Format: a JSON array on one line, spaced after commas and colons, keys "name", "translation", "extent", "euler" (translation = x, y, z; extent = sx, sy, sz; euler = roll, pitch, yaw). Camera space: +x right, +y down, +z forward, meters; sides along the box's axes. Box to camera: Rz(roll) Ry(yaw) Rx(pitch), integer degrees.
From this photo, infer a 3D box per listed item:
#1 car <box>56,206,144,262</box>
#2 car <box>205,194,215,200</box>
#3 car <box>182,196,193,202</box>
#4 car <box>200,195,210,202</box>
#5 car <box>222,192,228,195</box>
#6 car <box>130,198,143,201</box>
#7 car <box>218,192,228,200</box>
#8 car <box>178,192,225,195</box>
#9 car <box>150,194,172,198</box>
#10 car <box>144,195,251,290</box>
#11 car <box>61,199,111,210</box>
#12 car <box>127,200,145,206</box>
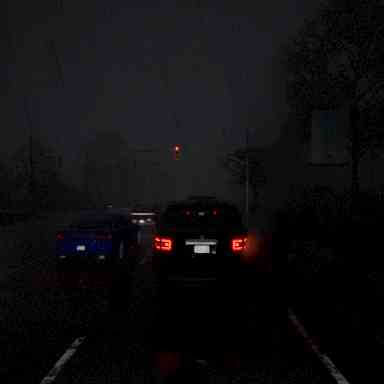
[{"name": "car", "translation": [-3.169, 1.478, 12.166], "extent": [1.882, 1.535, 5.008], "euler": [0, 0, 2]}, {"name": "car", "translation": [4.873, 1.390, 88.815], "extent": [2.033, 1.411, 5.357], "euler": [0, 0, 11]}, {"name": "car", "translation": [-0.982, 1.552, 75.317], "extent": [1.994, 1.385, 4.181], "euler": [0, 0, 9]}, {"name": "car", "translation": [3.156, 1.518, 79.013], "extent": [1.812, 1.442, 4.674], "euler": [0, 0, 10]}, {"name": "car", "translation": [6.611, 1.350, 78.457], "extent": [2.097, 1.767, 4.553], "euler": [0, 0, 10]}, {"name": "car", "translation": [-8.017, 1.564, 48.515], "extent": [1.994, 1.385, 4.181], "euler": [0, 0, 6]}, {"name": "car", "translation": [8.399, 1.093, 88.623], "extent": [2.150, 2.045, 5.566], "euler": [0, 0, 11]}, {"name": "car", "translation": [0.596, 1.221, 19.560], "extent": [2.150, 2.045, 5.566], "euler": [0, 0, 2]}, {"name": "car", "translation": [-4.486, 1.477, 48.648], "extent": [1.882, 1.535, 5.008], "euler": [0, 0, 6]}, {"name": "car", "translation": [0.254, 1.221, 9.228], "extent": [2.150, 2.045, 5.566], "euler": [0, 0, 1]}, {"name": "car", "translation": [-11.800, 1.547, 37.436], "extent": [5.357, 1.411, 2.033], "euler": [0, 0, -2]}, {"name": "car", "translation": [-2.806, 1.491, 21.657], "extent": [2.128, 1.511, 4.902], "euler": [0, 0, 2]}]
